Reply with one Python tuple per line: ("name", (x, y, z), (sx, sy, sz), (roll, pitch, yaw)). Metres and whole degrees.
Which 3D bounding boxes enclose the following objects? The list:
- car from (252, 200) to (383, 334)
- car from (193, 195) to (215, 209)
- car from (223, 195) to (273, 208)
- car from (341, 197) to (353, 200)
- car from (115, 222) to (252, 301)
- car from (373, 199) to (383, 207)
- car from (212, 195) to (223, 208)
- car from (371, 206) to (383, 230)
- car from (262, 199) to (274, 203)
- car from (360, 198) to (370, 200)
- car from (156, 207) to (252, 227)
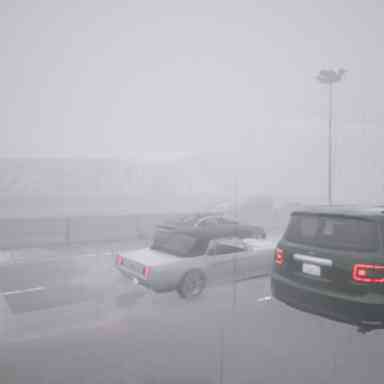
("car", (3.997, 1.279, 6.605), (5.566, 2.045, 2.150), (0, 0, -35))
("car", (2.717, 1.424, 40.386), (5.566, 2.045, 2.150), (0, 0, -36))
("car", (6.231, 1.416, 34.289), (5.566, 2.045, 2.150), (0, 0, -36))
("car", (32.896, 1.897, 70.335), (2.128, 1.511, 4.902), (0, 0, 37))
("car", (0.595, 1.643, 8.481), (4.718, 1.301, 1.895), (1, 0, -35))
("car", (35.286, 2.063, 61.866), (1.895, 1.301, 4.718), (0, 0, 39))
("car", (5.028, 1.558, 37.781), (4.553, 1.767, 2.097), (1, 0, -37))
("car", (14.285, 1.702, 22.578), (4.892, 1.490, 1.837), (0, 0, -36))
("car", (9.374, 1.715, 32.290), (4.892, 1.490, 1.837), (1, -1, -37))
("car", (34.681, 1.924, 66.834), (1.882, 1.535, 5.008), (0, 0, 37))
("car", (0.847, 1.557, 12.958), (4.902, 1.511, 2.128), (0, 0, -35))
